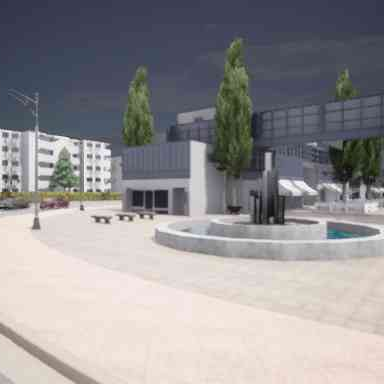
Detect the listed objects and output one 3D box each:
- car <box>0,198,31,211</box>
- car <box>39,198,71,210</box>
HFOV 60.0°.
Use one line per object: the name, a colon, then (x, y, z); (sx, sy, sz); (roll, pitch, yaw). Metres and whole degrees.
car: (-20.780, 1.439, 38.977); (1.994, 1.385, 4.181); (0, 0, 8)
car: (-16.859, 1.407, 40.994); (1.812, 1.442, 4.674); (0, 0, 11)
